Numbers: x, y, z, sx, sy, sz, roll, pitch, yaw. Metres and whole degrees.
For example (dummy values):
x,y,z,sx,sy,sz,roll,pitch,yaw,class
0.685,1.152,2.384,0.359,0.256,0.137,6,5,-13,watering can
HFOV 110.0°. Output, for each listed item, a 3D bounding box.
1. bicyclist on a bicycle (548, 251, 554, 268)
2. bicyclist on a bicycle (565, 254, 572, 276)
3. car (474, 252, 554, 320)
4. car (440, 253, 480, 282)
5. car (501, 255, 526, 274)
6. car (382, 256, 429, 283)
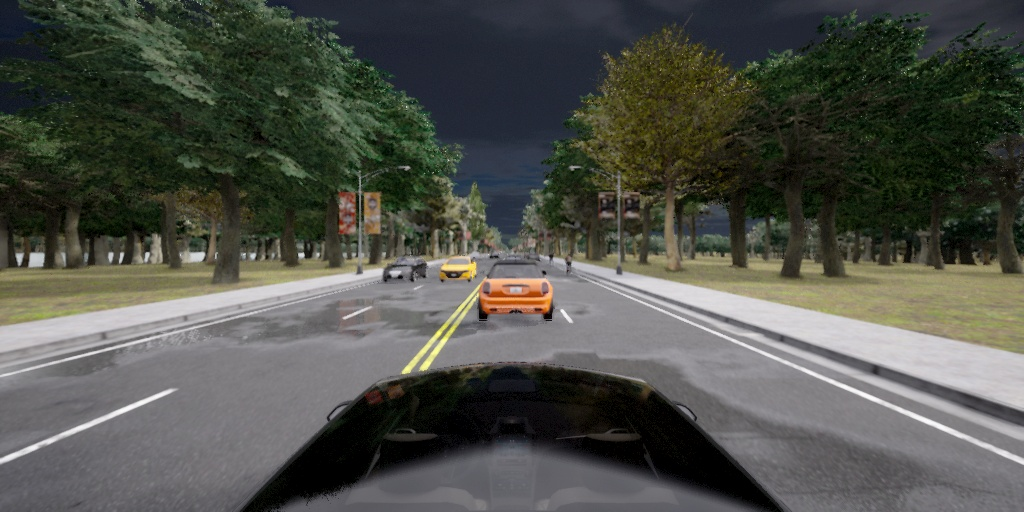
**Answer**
x,y,z,sx,sy,sz,roll,pitch,yaw,class
4.166,0.345,38.266,0.659,1.776,1.843,0,1,0,bicyclist on a bicycle
4.157,0.673,26.348,0.582,1.620,1.656,0,1,0,bicyclist on a bicycle
0.106,0.884,11.704,2.097,1.767,4.553,0,1,0,car
-3.334,0.768,22.975,1.882,1.535,5.008,0,1,0,car
0.119,0.658,31.650,2.033,1.411,5.357,0,1,0,car
-6.584,0.790,22.591,2.128,1.511,4.902,0,1,0,car
